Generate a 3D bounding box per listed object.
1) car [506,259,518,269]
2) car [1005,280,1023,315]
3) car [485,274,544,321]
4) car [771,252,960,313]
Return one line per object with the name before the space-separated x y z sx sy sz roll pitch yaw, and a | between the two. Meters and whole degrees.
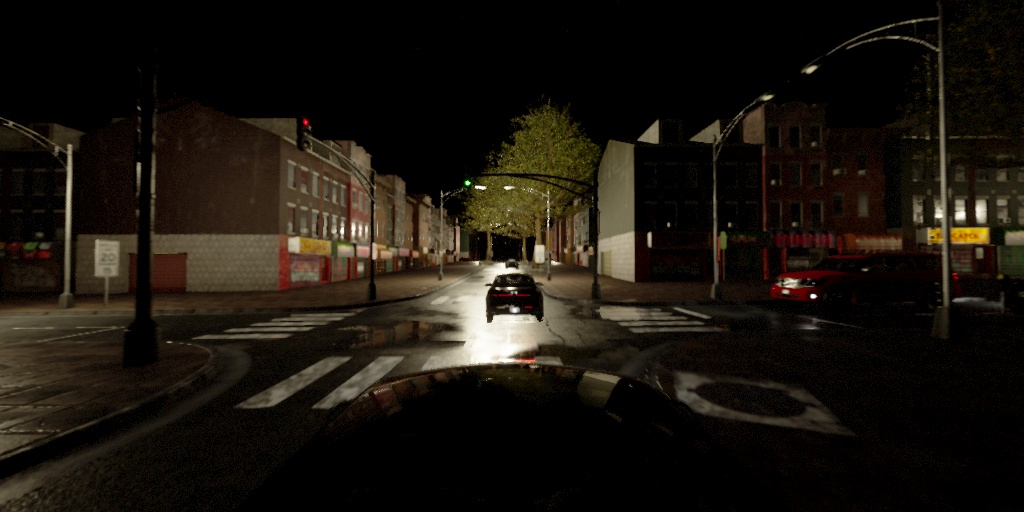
car | -0.020 1.340 55.046 1.895 1.301 4.718 0 0 0
car | 17.208 1.143 10.432 4.313 1.339 1.948 0 0 0
car | 0.078 1.381 12.992 1.837 1.490 4.892 -1 -1 0
car | 12.780 0.918 13.172 5.566 2.045 2.150 -1 -1 0
